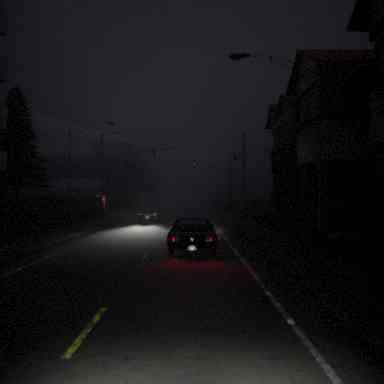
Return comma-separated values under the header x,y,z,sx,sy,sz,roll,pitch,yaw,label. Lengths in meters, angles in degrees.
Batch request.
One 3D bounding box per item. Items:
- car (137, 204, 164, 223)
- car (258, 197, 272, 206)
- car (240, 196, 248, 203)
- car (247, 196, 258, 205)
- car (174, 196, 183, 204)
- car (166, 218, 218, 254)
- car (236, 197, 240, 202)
x,y,z,sx,sy,sz,roll,pitch,yaw,label
-3.494,1.765,28.407,2.128,1.511,4.902,0,-1,0,car
14.513,1.818,59.875,3.806,1.475,1.970,0,-1,0,car
14.194,1.845,79.088,3.866,1.878,1.905,0,-1,0,car
14.191,1.800,66.293,5.027,1.636,2.152,0,-1,0,car
-3.467,2.033,85.617,2.150,2.045,5.566,0,-1,0,car
0.007,1.736,14.111,1.895,1.301,4.718,0,-1,0,car
13.783,1.893,81.993,4.605,1.855,1.932,0,-1,0,car
